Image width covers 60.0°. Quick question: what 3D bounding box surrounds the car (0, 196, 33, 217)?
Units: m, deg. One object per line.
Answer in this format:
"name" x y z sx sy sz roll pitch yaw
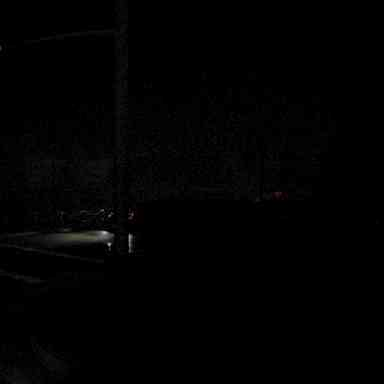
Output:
"car" -15.817 1.339 26.918 2.007 1.523 4.514 0 0 35

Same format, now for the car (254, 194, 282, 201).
"car" 8.422 1.221 37.051 2.150 2.045 5.566 0 0 35

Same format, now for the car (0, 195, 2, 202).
"car" -41.402 1.298 67.569 2.007 1.523 4.514 0 0 35

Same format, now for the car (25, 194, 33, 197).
"car" -34.339 1.232 71.204 1.970 1.475 3.806 0 0 35

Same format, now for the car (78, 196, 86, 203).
"car" -18.474 1.077 60.365 1.905 1.878 3.866 0 0 35

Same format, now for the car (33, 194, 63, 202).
"car" -28.915 1.153 67.759 2.152 1.636 5.027 0 0 35

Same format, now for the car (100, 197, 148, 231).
"car" -3.056 1.352 20.569 2.097 1.767 4.553 0 0 35

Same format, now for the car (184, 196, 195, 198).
"car" -0.778 1.374 48.169 1.845 1.501 3.633 0 0 35

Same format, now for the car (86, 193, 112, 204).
"car" -15.864 1.097 59.022 1.932 1.855 4.605 0 0 35

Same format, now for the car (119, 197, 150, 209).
"car" -7.499 1.384 43.836 1.970 1.475 3.806 0 0 35
